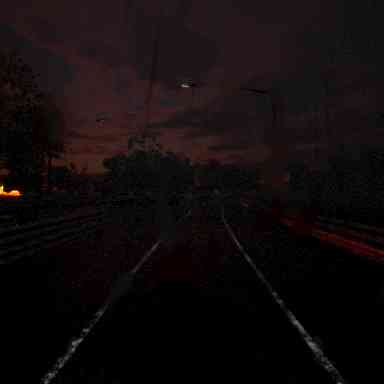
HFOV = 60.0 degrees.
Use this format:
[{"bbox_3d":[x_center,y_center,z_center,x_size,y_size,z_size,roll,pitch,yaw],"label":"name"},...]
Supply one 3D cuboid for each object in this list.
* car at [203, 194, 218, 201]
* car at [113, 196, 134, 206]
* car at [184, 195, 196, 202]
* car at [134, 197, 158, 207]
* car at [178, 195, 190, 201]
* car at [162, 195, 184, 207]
[{"bbox_3d":[4.081,1.274,79.266,2.097,1.767,4.553,0,0,15],"label":"car"},{"bbox_3d":[-10.144,1.356,49.708,1.837,1.490,4.892,0,0,12],"label":"car"},{"bbox_3d":[-0.425,1.435,75.782,1.812,1.442,4.674,0,0,14],"label":"car"},{"bbox_3d":[-6.599,1.414,49.515,1.994,1.385,4.181,0,0,12],"label":"car"},{"bbox_3d":[-1.960,1.431,83.825,1.837,1.490,4.892,0,0,15],"label":"car"},{"bbox_3d":[-3.058,1.356,49.341,1.837,1.490,4.892,0,0,12],"label":"car"}]
